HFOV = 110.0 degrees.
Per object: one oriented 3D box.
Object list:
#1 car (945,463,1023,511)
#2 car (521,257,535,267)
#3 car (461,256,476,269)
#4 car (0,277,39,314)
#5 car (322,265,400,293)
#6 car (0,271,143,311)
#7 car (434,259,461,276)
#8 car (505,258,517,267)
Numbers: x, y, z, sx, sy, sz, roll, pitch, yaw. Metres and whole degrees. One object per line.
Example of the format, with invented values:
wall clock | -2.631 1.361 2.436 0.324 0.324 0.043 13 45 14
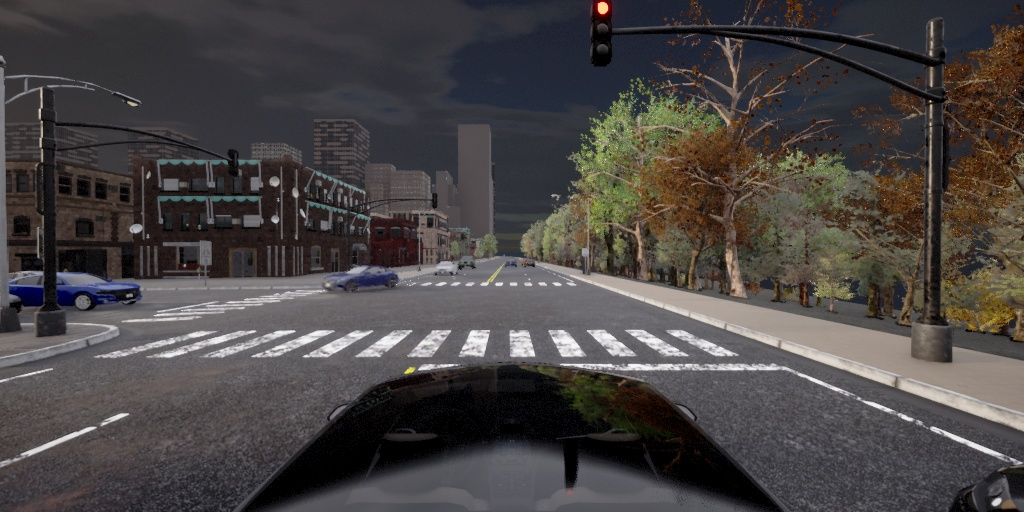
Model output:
car | 3.364 1.314 0.170 1.994 1.385 4.181 0 0 -1
car | 3.035 1.245 63.209 1.837 1.490 4.892 0 0 0
car | -6.859 0.965 55.318 2.150 2.045 5.566 0 0 0
car | -20.001 1.567 12.484 4.313 1.339 1.948 0 0 0
car | -8.771 1.283 21.281 1.812 1.442 4.674 0 0 28
car | -18.755 1.438 15.200 5.008 1.535 1.882 -1 1 -1
car | -6.782 1.271 37.184 1.812 1.442 4.674 0 0 0
car | -0.220 1.092 63.991 2.097 1.767 4.553 0 0 0
